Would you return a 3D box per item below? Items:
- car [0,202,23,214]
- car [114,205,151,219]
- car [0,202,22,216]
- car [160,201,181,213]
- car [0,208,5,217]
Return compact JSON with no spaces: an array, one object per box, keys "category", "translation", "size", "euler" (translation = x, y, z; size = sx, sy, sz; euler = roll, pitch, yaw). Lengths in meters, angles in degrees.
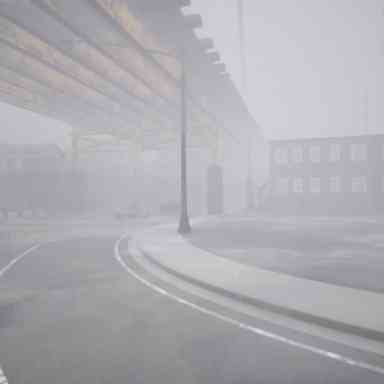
[{"category":"car","translation":[-20.997,1.824,37.926],"size":[1.853,1.218,4.536],"euler":[0,-1,-42]},{"category":"car","translation":[-5.805,1.973,33.076],"size":[1.895,1.301,4.718],"euler":[-1,-1,17]},{"category":"car","translation":[-20.961,1.981,37.886],"size":[2.038,1.542,4.974],"euler":[0,-1,-42]},{"category":"car","translation":[-2.578,1.929,43.411],"size":[1.882,1.535,5.008],"euler":[-1,0,18]},{"category":"car","translation":[-12.452,1.812,17.524],"size":[2.033,1.411,5.357],"euler":[0,-1,-3]}]
